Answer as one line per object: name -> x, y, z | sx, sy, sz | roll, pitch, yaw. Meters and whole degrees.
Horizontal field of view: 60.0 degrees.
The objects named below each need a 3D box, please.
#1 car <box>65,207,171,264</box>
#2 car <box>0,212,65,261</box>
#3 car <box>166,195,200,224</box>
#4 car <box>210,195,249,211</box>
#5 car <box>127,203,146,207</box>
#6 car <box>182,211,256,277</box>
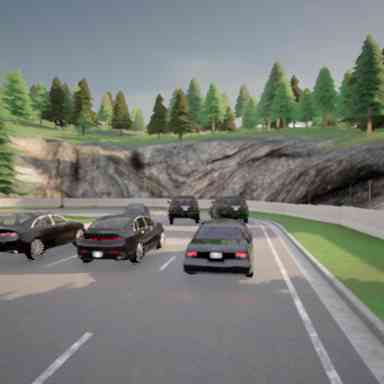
car -> -2.306, 1.520, 11.929 | 1.837, 1.490, 4.892 | 0, 1, 10
car -> -5.760, 1.507, 12.494 | 2.128, 1.511, 4.902 | 0, 0, 10
car -> -0.719, 1.251, 25.495 | 2.150, 2.045, 5.566 | 0, 0, -6
car -> 2.775, 1.250, 25.649 | 2.150, 2.045, 5.566 | 0, 0, -6
car -> -4.237, 1.574, 25.267 | 2.033, 1.411, 5.357 | 0, 0, -7
car -> 0.980, 1.558, 10.392 | 2.033, 1.411, 5.357 | 0, 0, 9
